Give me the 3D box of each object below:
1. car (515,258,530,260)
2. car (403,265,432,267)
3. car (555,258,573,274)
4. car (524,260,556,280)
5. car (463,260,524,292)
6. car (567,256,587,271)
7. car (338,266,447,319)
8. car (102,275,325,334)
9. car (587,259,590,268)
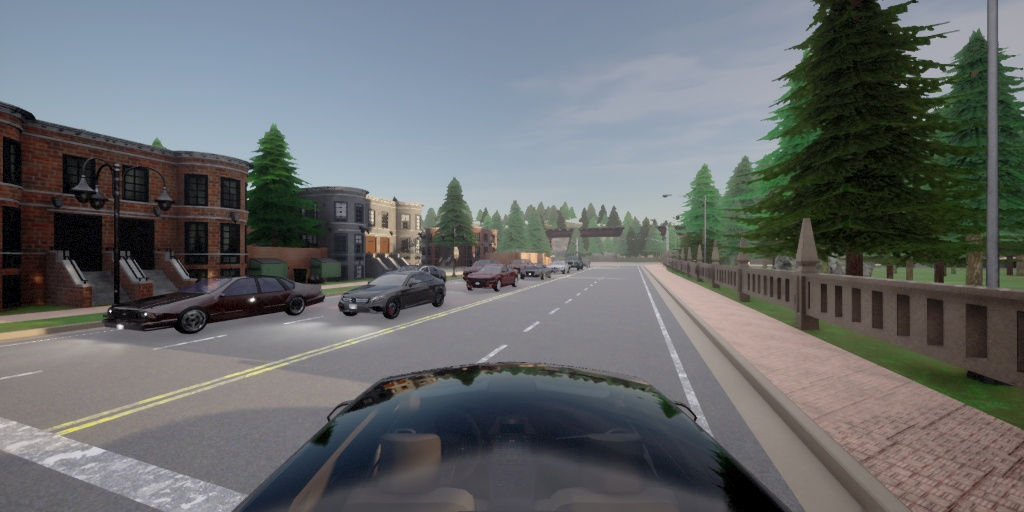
[{"bbox_3d":[0.949,1.102,38.802,2.097,1.767,4.553,0,0,19],"label":"car"},{"bbox_3d":[-5.430,1.241,20.028,2.128,1.511,4.902,0,0,18],"label":"car"},{"bbox_3d":[5.382,1.276,40.966,1.812,1.442,4.674,0,0,19],"label":"car"},{"bbox_3d":[2.147,1.314,31.414,1.994,1.385,4.181,0,0,20],"label":"car"},{"bbox_3d":[-1.081,1.228,21.932,1.882,1.535,5.008,0,0,19],"label":"car"},{"bbox_3d":[8.742,0.971,50.841,2.150,2.045,5.566,0,0,19],"label":"car"},{"bbox_3d":[-4.081,1.276,13.099,1.812,1.442,4.674,0,0,19],"label":"car"},{"bbox_3d":[-8.475,1.297,11.052,2.033,1.411,5.357,0,0,19],"label":"car"},{"bbox_3d":[12.215,1.255,61.012,1.837,1.490,4.892,0,0,19],"label":"car"}]
